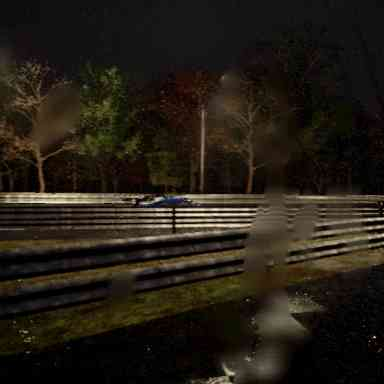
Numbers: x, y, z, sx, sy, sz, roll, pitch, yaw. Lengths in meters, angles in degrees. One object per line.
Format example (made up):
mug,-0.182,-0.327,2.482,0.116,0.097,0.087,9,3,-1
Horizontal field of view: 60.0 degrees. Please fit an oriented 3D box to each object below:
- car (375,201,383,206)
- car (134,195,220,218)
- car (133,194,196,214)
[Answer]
car,20.328,1.199,31.893,5.357,1.411,2.033,0,1,-12
car,-0.759,1.129,20.218,5.008,1.535,1.882,1,1,-12
car,-2.242,0.970,27.056,4.892,1.490,1.837,1,1,-12
